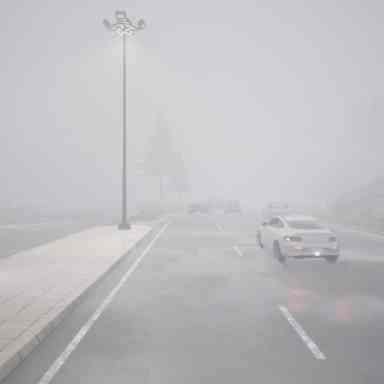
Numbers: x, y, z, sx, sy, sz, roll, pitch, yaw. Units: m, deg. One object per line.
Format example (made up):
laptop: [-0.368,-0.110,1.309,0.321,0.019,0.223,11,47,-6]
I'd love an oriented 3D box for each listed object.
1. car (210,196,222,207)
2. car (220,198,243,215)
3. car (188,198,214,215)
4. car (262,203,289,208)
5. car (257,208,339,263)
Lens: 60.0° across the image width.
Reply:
car: [3.316,1.352,44.454,2.097,1.767,4.553,0,0,16]
car: [4.278,1.547,34.363,2.033,1.411,5.357,0,0,8]
car: [0.886,1.601,34.445,1.895,1.301,4.718,0,0,9]
car: [7.313,1.601,28.820,1.895,1.301,4.718,0,0,2]
car: [3.599,1.525,11.872,1.812,1.442,4.674,0,0,0]
